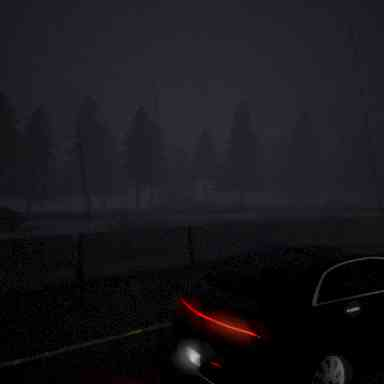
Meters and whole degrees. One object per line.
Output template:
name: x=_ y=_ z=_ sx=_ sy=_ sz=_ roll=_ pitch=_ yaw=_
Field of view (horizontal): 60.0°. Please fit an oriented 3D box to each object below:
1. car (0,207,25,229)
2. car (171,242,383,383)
car: x=-12.592 y=1.564 z=20.433 sx=4.181 sy=1.385 sz=1.994 roll=0 pitch=0 yaw=-34
car: x=2.073 y=1.503 z=4.791 sx=4.892 sy=1.490 sz=1.837 roll=1 pitch=-1 yaw=-32
